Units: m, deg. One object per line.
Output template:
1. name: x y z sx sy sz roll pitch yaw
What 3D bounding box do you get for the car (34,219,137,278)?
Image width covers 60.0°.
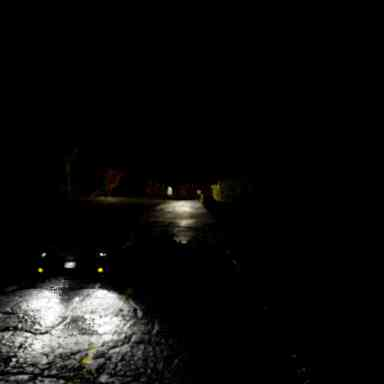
1. car: -2.873 1.521 9.826 1.994 1.385 4.181 0 0 0
